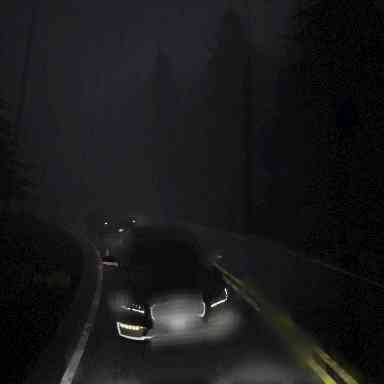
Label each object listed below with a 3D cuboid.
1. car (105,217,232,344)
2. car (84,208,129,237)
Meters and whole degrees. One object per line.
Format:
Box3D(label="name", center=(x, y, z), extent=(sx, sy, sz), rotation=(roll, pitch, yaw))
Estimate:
Box3D(label="car", center=(-0.645, 1.495, 6.802), extent=(1.837, 1.490, 4.892), rotation=(-1, 0, -11))
Box3D(label="car", center=(-4.631, 1.611, 18.540), extent=(1.895, 1.301, 4.718), rotation=(-3, 1, -29))
